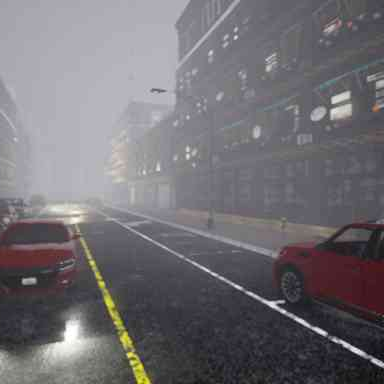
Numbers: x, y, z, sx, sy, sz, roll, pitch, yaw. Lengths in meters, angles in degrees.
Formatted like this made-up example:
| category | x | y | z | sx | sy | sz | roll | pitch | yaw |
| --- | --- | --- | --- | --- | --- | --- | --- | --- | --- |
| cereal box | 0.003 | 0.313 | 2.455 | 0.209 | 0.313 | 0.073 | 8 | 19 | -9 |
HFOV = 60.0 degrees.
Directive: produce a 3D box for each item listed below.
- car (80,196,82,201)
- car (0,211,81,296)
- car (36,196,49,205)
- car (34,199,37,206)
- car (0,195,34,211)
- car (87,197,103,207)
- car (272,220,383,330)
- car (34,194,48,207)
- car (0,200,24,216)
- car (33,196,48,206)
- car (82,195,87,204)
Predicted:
| category | x | y | z | sx | sy | sz | roll | pitch | yaw |
| --- | --- | --- | --- | --- | --- | --- | --- | --- | --- |
| car | -27.419 | 1.552 | 84.067 | 2.008 | 1.369 | 4.403 | 0 | 0 | -21 |
| car | -4.098 | 1.475 | 8.847 | 1.882 | 1.535 | 5.008 | 0 | 0 | -21 |
| car | -27.011 | 1.522 | 60.023 | 1.887 | 1.381 | 4.507 | 0 | 0 | -21 |
| car | -14.689 | 1.568 | 28.529 | 1.802 | 1.307 | 4.206 | 0 | 0 | -21 |
| car | -12.632 | 1.301 | 23.281 | 2.192 | 1.841 | 5.009 | 0 | 0 | -21 |
| car | -15.159 | 1.537 | 52.733 | 1.752 | 1.417 | 4.829 | 0 | 0 | -21 |
| car | 3.389 | 1.334 | 5.336 | 2.192 | 1.841 | 5.009 | 0 | 0 | -21 |
| car | -22.901 | 1.296 | 49.525 | 2.192 | 1.841 | 5.009 | 0 | 0 | -21 |
| car | -10.580 | 1.427 | 18.032 | 1.967 | 1.590 | 4.097 | 0 | 0 | -21 |
| car | -24.956 | 1.419 | 54.773 | 1.967 | 1.590 | 4.097 | 0 | 0 | -21 |
| car | -19.205 | 1.553 | 63.072 | 1.887 | 1.381 | 4.507 | 0 | 0 | -21 |
